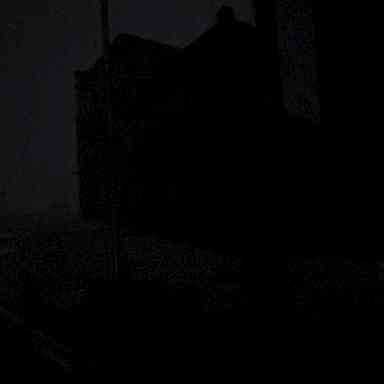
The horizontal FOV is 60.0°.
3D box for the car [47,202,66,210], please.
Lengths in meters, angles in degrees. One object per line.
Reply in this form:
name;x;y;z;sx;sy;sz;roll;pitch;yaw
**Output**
car;-25.908;2.716;63.529;1.994;1.385;4.181;-4;-1;6
